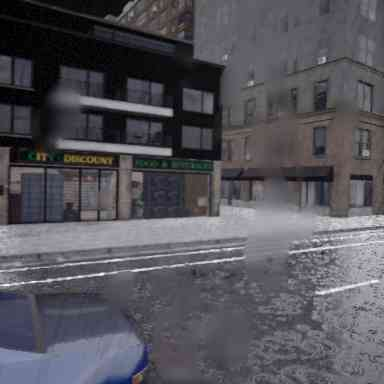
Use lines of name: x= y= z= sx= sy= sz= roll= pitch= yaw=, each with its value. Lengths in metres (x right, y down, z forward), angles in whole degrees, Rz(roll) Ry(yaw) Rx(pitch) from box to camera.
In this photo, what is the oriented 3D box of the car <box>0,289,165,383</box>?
car: x=-2.856 y=1.414 z=2.071 sx=5.357 sy=1.411 sz=2.033 roll=0 pitch=2 yaw=-29
